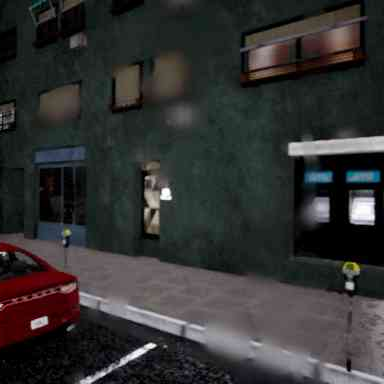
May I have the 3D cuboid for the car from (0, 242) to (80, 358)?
[{"bbox_3d":[-3.760,1.519,5.522,4.507,1.381,1.887,0,1,35],"label":"car"}]
